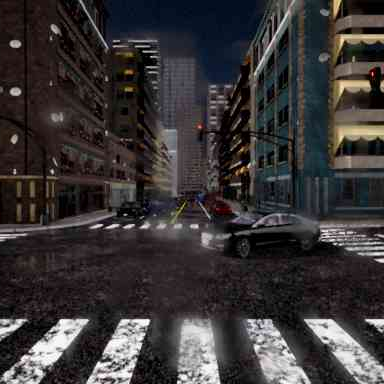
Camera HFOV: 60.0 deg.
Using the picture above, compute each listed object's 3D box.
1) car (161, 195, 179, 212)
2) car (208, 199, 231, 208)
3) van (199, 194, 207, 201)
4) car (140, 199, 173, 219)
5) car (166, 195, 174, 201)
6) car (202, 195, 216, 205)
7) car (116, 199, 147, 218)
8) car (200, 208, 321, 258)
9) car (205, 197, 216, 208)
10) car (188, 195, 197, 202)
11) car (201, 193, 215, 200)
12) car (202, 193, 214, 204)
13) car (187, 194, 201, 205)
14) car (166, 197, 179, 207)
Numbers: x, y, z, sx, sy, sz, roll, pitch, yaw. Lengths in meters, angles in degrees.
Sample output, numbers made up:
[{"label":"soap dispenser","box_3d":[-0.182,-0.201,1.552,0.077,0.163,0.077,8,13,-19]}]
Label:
[{"label":"car","box_3d":[-3.035,1.358,39.537,2.097,1.767,4.553,0,0,0]},{"label":"car","box_3d":[2.731,1.584,30.379,1.802,1.307,4.206,0,0,0]},{"label":"van","box_3d":[2.813,1.379,85.614,1.690,1.788,3.998,-1,0,0]},{"label":"car","box_3d":[-3.054,1.603,29.541,1.895,1.301,4.718,0,0,0]},{"label":"car","box_3d":[-5.566,1.563,85.469,1.752,1.417,4.829,0,0,0]},{"label":"car","box_3d":[2.756,1.554,46.949,1.887,1.381,4.507,0,0,0]},{"label":"car","box_3d":[-5.651,1.568,30.404,1.947,1.339,4.313,0,0,0]},{"label":"car","box_3d":[2.670,1.494,12.724,4.902,1.511,2.128,0,-1,-26]},{"label":"car","box_3d":[2.739,1.570,35.902,1.947,1.339,4.313,0,0,0]},{"label":"car","box_3d":[0.108,1.381,69.844,1.812,1.442,4.674,0,0,0]},{"label":"car","box_3d":[3.201,1.246,60.976,2.150,2.045,5.566,0,0,0]},{"label":"car","box_3d":[3.212,1.243,67.976,2.150,2.045,5.566,0,0,0]},{"label":"car","box_3d":[0.093,1.509,60.671,2.128,1.511,4.902,0,0,0]},{"label":"car","box_3d":[-3.003,1.538,52.072,1.812,1.442,4.674,0,0,0]}]
